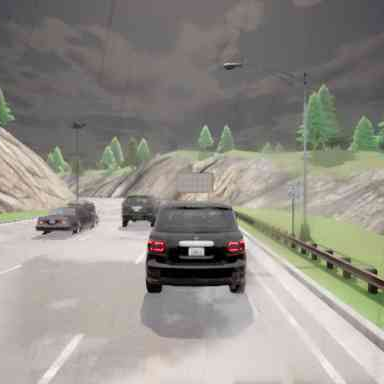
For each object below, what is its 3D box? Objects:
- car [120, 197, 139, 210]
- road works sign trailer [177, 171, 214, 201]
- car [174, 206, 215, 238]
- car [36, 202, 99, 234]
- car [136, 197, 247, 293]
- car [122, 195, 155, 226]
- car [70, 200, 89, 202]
[{"bbox_3d":[-7.958,1.479,42.962,2.128,1.511,4.902,0,0,-7],"label":"car"},{"bbox_3d":[0.200,0.459,21.689,2.380,3.560,2.880,0,0,0],"label":"road works sign trailer"},{"bbox_3d":[0.114,1.553,18.192,1.994,1.385,4.181,0,0,0],"label":"car"},{"bbox_3d":[-6.914,1.542,18.972,2.033,1.411,5.357,0,0,0],"label":"car"},{"bbox_3d":[0.093,1.219,8.977,2.150,2.045,5.566,0,0,0],"label":"car"},{"bbox_3d":[-3.421,1.216,23.275,2.150,2.045,5.566,0,0,0],"label":"car"},{"bbox_3d":[-10.572,1.482,31.668,2.128,1.511,4.902,0,0,-2],"label":"car"}]
